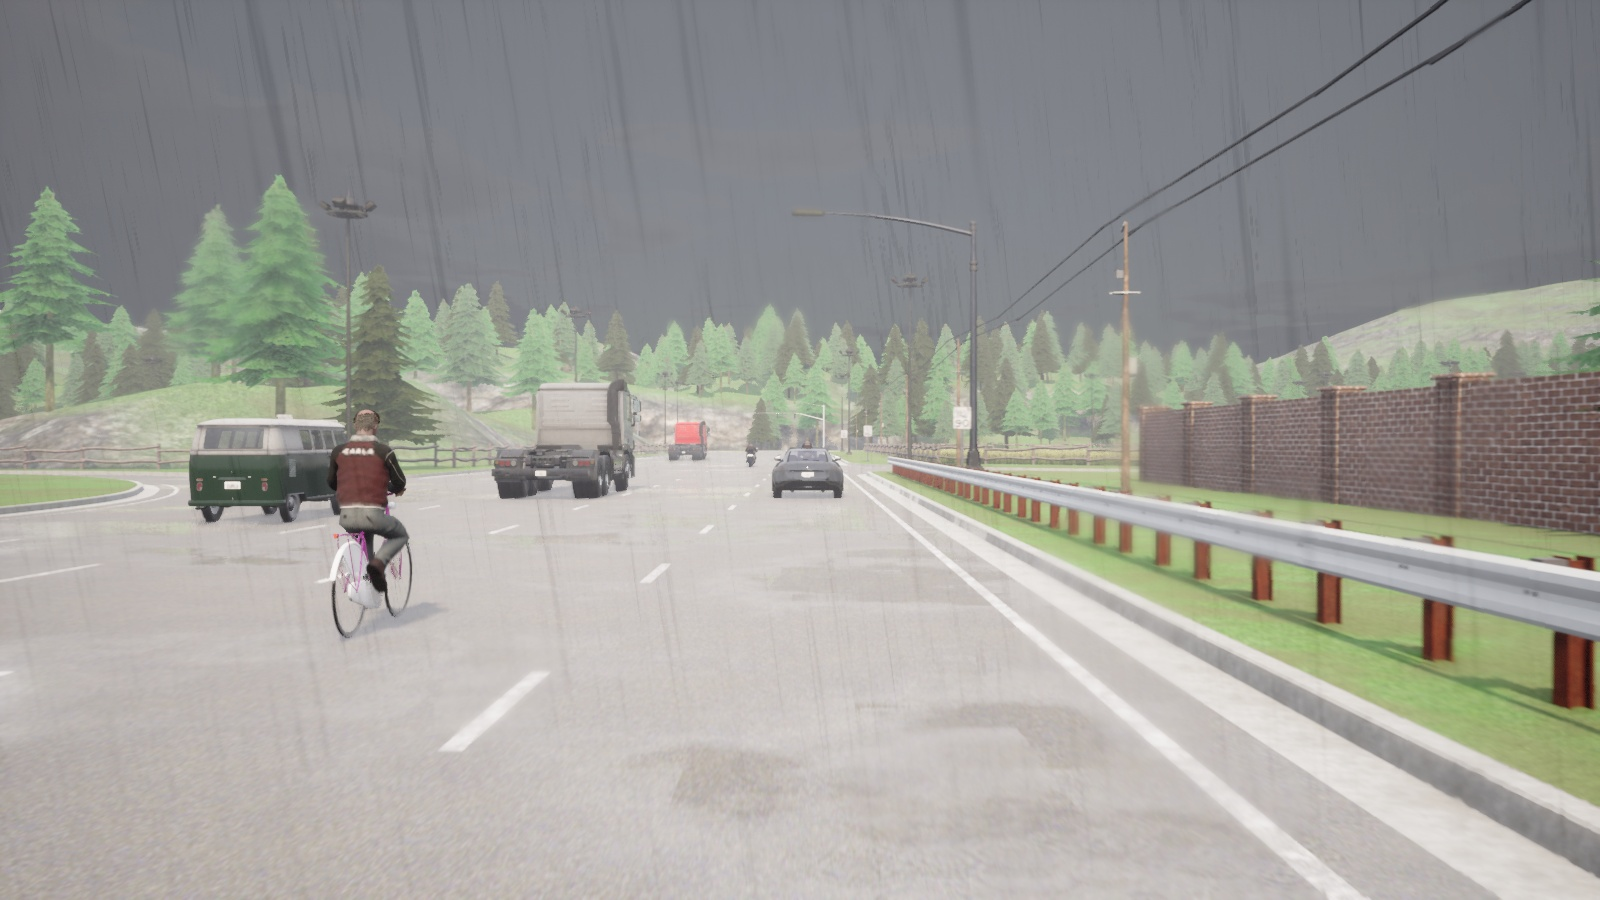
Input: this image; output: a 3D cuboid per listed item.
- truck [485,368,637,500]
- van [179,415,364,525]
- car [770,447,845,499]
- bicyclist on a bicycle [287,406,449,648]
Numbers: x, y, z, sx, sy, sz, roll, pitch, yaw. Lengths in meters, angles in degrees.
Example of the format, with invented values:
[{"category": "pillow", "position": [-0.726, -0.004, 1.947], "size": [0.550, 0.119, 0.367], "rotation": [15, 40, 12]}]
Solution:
[{"category": "truck", "position": [-6.776, -0.449, 36.878], "size": [2.891, 3.462, 7.936], "rotation": [0, 0, 0]}, {"category": "van", "position": [-10.344, 0.350, 24.961], "size": [1.775, 1.987, 4.442], "rotation": [0, 0, 0]}, {"category": "car", "position": [0.217, 0.609, 35.691], "size": [1.994, 1.385, 4.181], "rotation": [0, 0, 0]}, {"category": "bicyclist on a bicycle", "position": [-3.428, 0.557, 10.142], "size": [0.659, 1.776, 1.843], "rotation": [0, 1, 0]}]
